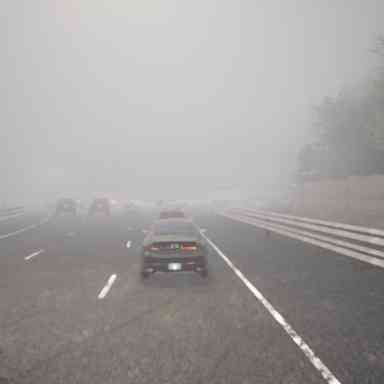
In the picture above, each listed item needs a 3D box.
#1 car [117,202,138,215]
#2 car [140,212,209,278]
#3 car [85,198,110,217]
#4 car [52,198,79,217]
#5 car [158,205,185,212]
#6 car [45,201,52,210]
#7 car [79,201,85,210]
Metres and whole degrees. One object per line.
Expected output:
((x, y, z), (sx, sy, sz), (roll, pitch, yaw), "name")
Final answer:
((-7.878, 1.931, 40.508), (1.882, 1.535, 5.008), (0, -1, -21), "car")
((-0.557, 1.611, 10.577), (1.837, 1.490, 4.892), (0, -1, -3), "car")
((-10.624, 1.672, 37.906), (2.150, 2.045, 5.566), (0, -1, -19), "car")
((-14.357, 1.703, 37.890), (2.150, 2.045, 5.566), (0, 0, -21), "car")
((-1.539, 1.736, 25.444), (1.882, 1.535, 5.008), (0, -1, -4), "car")
((-23.315, 2.211, 55.558), (2.128, 1.511, 4.902), (0, -1, -32), "car")
((-19.123, 2.178, 55.424), (2.128, 1.511, 4.902), (0, -1, -31), "car")
